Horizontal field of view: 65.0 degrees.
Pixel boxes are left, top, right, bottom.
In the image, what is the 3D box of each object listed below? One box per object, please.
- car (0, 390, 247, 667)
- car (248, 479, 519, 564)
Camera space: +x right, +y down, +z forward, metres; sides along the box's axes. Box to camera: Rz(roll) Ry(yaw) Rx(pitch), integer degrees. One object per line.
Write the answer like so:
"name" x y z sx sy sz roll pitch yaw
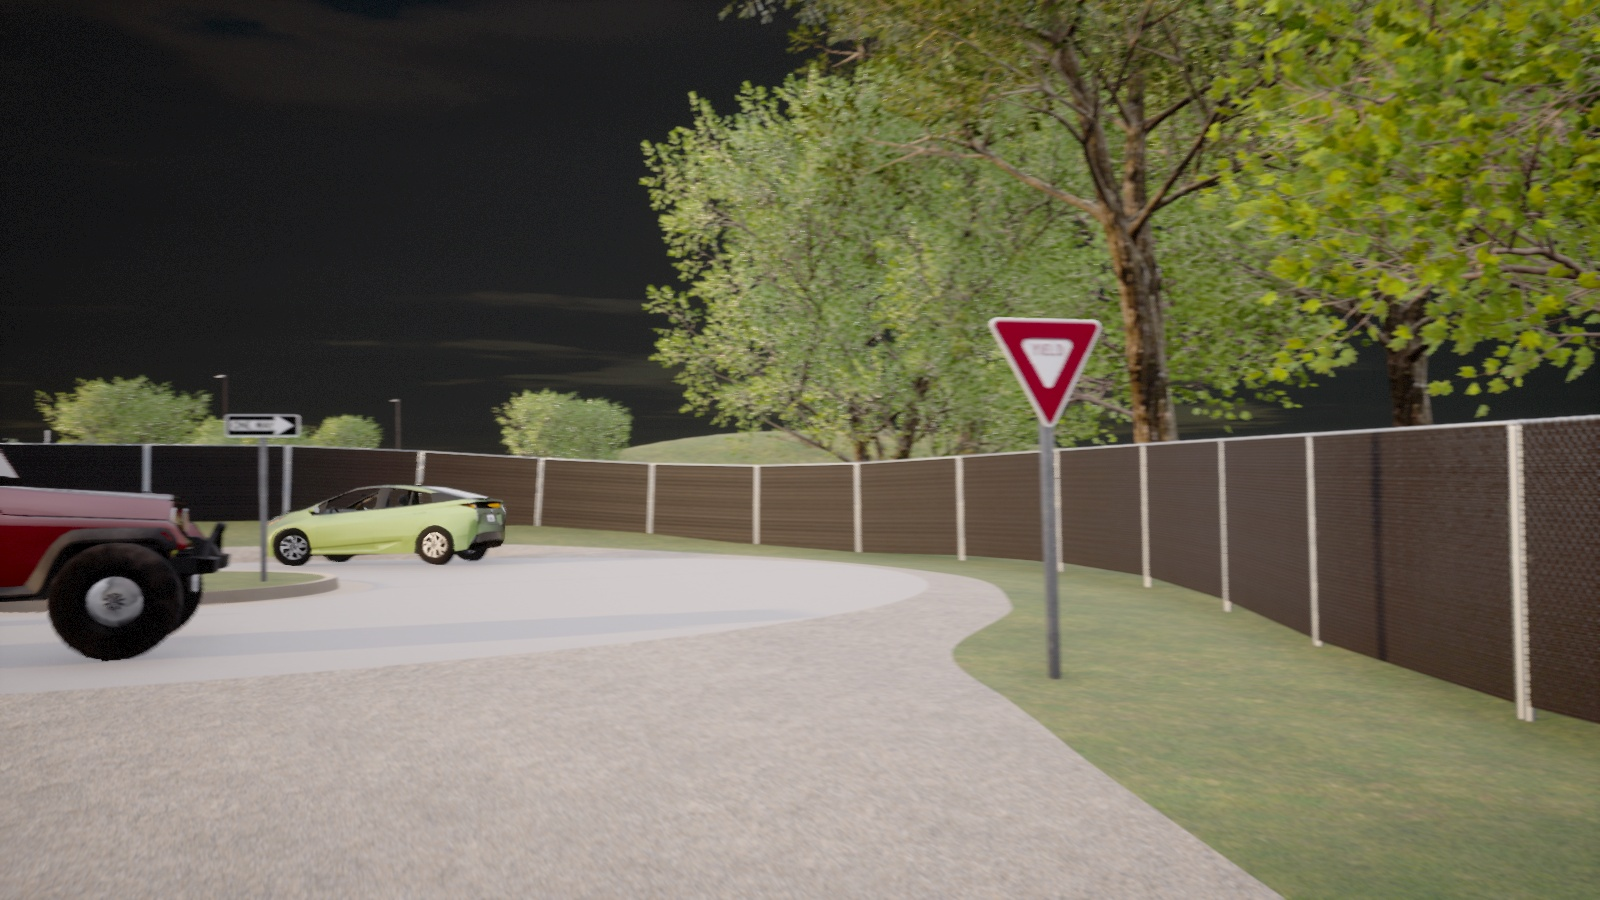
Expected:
"car" -6.237 0.574 9.234 3.866 1.878 1.905 0 -3 -20
"car" -7.929 1.371 24.114 4.514 1.525 2.007 -1 -3 8
